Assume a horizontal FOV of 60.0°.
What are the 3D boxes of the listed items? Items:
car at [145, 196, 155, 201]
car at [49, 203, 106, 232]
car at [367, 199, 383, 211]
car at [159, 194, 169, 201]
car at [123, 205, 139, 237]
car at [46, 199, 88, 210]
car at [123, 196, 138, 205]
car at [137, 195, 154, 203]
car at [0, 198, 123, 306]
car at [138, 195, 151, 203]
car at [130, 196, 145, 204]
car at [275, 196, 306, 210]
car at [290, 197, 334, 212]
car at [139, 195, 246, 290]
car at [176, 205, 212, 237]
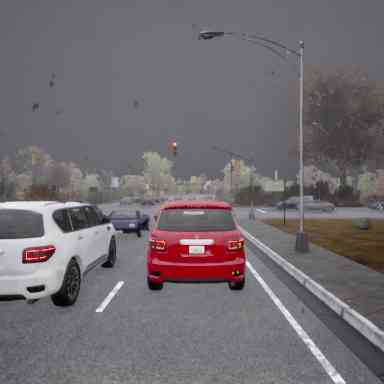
[{"bbox_3d":[-10.563,1.595,84.557,1.895,1.301,4.718,0,0,0],"label":"car"},{"bbox_3d":[-7.102,1.505,21.215,1.837,1.490,4.892,-1,0,1],"label":"car"},{"bbox_3d":[24.010,1.494,40.512,4.892,1.490,1.837,0,0,3],"label":"car"},{"bbox_3d":[-7.063,1.355,84.192,2.097,1.767,4.553,0,0,0],"label":"car"},{"bbox_3d":[-3.413,1.601,17.901,1.895,1.301,4.718,0,0,0],"label":"car"},{"bbox_3d":[-15.978,1.601,42.713,4.718,1.301,1.895,0,0,3],"label":"car"},{"bbox_3d":[-10.629,1.505,54.926,1.837,1.490,4.892,0,0,0],"label":"car"},{"bbox_3d":[-7.123,1.547,54.533,2.033,1.411,5.357,0,0,0],"label":"car"},{"bbox_3d":[-3.406,1.221,8.133,2.150,2.045,5.566,0,0,0],"label":"car"},{"bbox_3d":[-10.557,1.525,74.511,2.128,1.511,4.902,0,0,0],"label":"car"},{"bbox_3d":[-10.589,1.547,64.669,2.033,1.411,5.357,0,0,1],"label":"car"},{"bbox_3d":[12.600,1.352,41.122,4.553,1.767,2.097,0,0,3],"label":"car"},{"bbox_3d":[13.748,1.564,37.553,4.181,1.385,1.994,0,0,3],"label":"car"},{"bbox_3d":[0.091,1.221,9.194,2.150,2.045,5.566,0,0,0],"label":"car"},{"bbox_3d":[0.086,1.526,18.888,1.812,1.442,4.674,0,0,0],"label":"car"}]
